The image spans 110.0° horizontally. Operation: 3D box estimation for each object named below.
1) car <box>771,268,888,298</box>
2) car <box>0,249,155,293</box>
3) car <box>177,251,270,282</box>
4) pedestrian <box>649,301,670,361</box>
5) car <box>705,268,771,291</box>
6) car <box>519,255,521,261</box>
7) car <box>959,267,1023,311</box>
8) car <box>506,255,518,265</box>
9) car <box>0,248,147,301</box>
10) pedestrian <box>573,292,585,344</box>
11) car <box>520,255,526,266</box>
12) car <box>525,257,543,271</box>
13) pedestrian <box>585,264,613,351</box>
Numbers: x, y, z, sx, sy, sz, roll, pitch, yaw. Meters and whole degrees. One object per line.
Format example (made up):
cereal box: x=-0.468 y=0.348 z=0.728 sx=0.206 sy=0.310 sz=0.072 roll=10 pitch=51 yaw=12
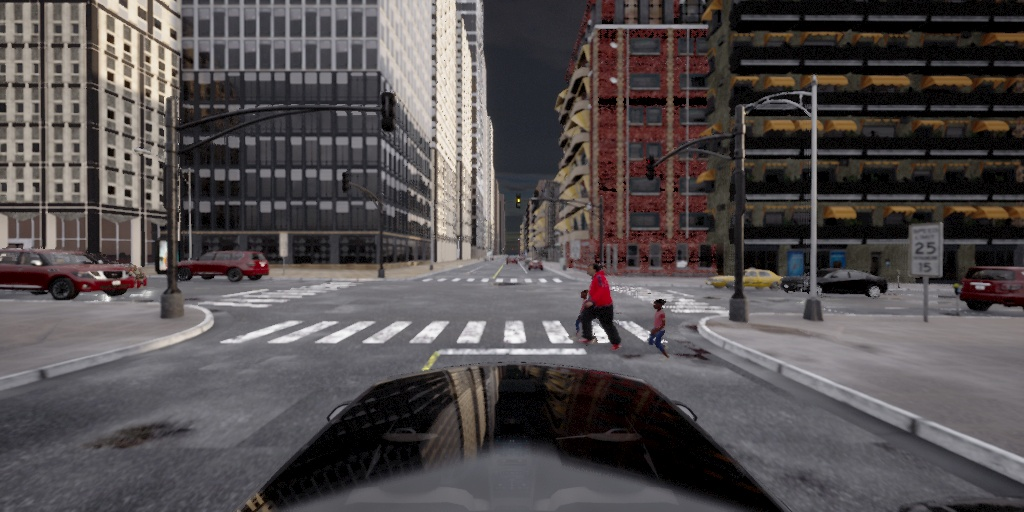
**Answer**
car: x=17.553 y=1.427 z=19.704 sx=5.008 sy=1.535 sz=1.882 roll=1 pitch=0 yaw=0
car: x=-19.455 y=0.642 z=16.182 sx=4.553 sy=1.767 sz=2.097 roll=1 pitch=0 yaw=0
car: x=-17.706 y=0.602 z=21.993 sx=5.009 sy=1.841 sz=2.192 roll=0 pitch=0 yaw=0
pedestrian: x=2.804 y=1.000 z=6.775 sx=0.375 sy=1.860 sz=0.375 roll=0 pitch=0 yaw=0
car: x=14.634 y=1.410 z=22.274 sx=4.829 sy=1.417 sz=1.751 roll=0 pitch=0 yaw=0
car: x=2.703 y=0.816 z=60.535 sx=2.007 sy=1.370 sz=4.403 roll=0 pitch=0 yaw=0
car: x=20.601 y=1.355 z=13.978 sx=5.009 sy=1.841 sz=2.192 roll=0 pitch=0 yaw=0
car: x=0.013 y=0.589 z=64.115 sx=2.097 sy=1.767 sz=4.553 roll=0 pitch=0 yaw=0
car: x=-17.573 y=0.655 z=13.614 sx=5.009 sy=1.841 sz=2.192 roll=0 pitch=0 yaw=0
pedestrian: x=1.660 y=0.989 z=8.087 sx=0.375 sy=1.860 sz=0.375 roll=0 pitch=0 yaw=0
car: x=2.701 y=0.861 z=54.887 sx=2.007 sy=1.370 sz=4.403 roll=0 pitch=0 yaw=0
car: x=2.749 y=0.995 z=41.971 sx=1.802 sy=1.307 sz=4.207 roll=0 pitch=0 yaw=0
pedestrian: x=1.787 y=0.995 z=7.399 sx=0.375 sy=1.860 sz=0.375 roll=0 pitch=0 yaw=0
